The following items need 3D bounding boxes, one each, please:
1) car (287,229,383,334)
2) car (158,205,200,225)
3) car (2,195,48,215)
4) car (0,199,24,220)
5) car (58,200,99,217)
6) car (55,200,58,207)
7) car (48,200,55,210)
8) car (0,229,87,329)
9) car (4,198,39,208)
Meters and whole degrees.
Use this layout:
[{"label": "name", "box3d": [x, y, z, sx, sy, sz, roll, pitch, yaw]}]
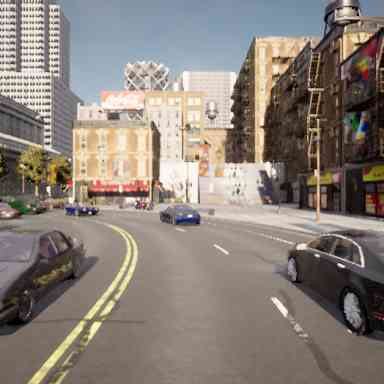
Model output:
[{"label": "car", "box3d": [3.441, 1.526, 6.791, 1.837, 1.490, 4.892, 0, 0, -2]}, {"label": "car", "box3d": [-1.020, 1.637, 24.785, 1.994, 1.385, 4.181, 0, 0, -26]}, {"label": "car", "box3d": [-17.604, 1.321, 34.140, 5.566, 2.045, 2.150, 0, 0, 37]}, {"label": "car", "box3d": [-16.508, 1.609, 28.525, 4.674, 1.442, 1.812, 0, 0, 43]}, {"label": "car", "box3d": [-11.207, 1.698, 33.154, 1.895, 1.301, 4.718, 0, 0, -44]}, {"label": "car", "box3d": [-20.443, 1.736, 48.060, 4.718, 1.301, 1.895, 0, 0, 30]}, {"label": "car", "box3d": [-19.245, 1.664, 39.674, 5.357, 1.411, 2.033, 0, 0, 32]}, {"label": "car", "box3d": [-3.812, 1.569, 7.333, 2.033, 1.411, 5.357, 0, 0, -3]}, {"label": "car", "box3d": [-25.746, 1.667, 50.232, 4.674, 1.452, 2.002, 0, 0, 20]}]
